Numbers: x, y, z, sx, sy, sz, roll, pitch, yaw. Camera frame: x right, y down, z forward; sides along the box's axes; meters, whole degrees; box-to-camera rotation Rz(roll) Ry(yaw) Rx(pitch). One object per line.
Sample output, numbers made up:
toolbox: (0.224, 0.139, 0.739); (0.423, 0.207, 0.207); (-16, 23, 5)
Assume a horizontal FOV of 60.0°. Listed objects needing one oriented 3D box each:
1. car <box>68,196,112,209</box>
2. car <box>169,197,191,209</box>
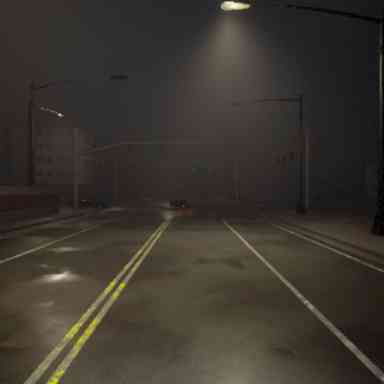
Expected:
car: (-11.829, 1.235, 38.638); (4.892, 1.490, 1.837); (0, 0, 2)
car: (-1.553, 1.302, 40.137); (1.895, 1.301, 4.718); (0, 0, -14)
